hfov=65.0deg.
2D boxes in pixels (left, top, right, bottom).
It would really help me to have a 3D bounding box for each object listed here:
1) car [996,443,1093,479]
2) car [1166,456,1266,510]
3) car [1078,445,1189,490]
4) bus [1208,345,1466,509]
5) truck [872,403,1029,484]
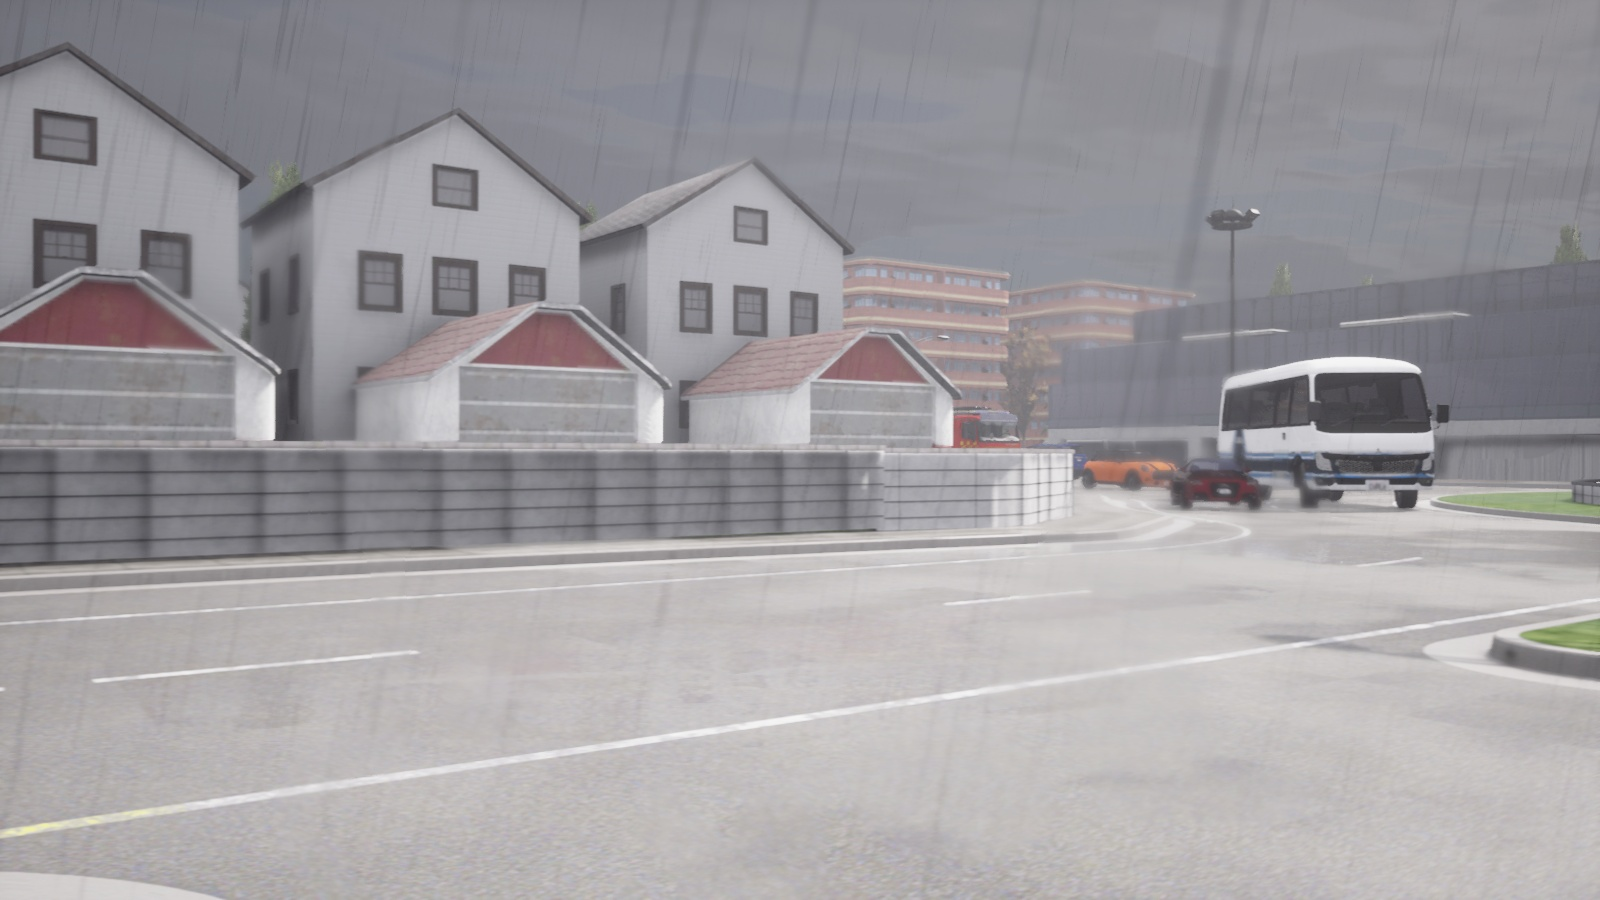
[{"bbox_3d":[14.250,0.614,73.544,2.150,2.045,5.566,0,0,-36],"label":"car"},{"bbox_3d":[11.423,0.870,34.736,1.994,1.385,4.181,0,0,10],"label":"car"},{"bbox_3d":[13.718,0.701,51.886,2.097,1.767,4.553,0,0,-22],"label":"car"},{"bbox_3d":[15.634,-0.572,37.817,3.944,4.253,10.273,0,0,4],"label":"bus"},{"bbox_3d":[7.436,-0.280,63.329,2.891,3.827,8.468,0,0,-36],"label":"truck"}]
